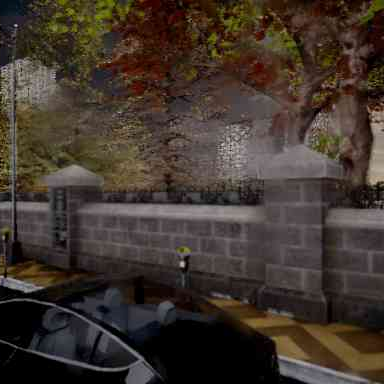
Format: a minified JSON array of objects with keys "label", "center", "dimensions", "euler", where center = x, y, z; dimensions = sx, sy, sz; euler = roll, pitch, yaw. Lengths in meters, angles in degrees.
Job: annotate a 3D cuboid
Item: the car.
[{"label":"car","center":[-1.211,1.589,3.580],"dimensions":[4.313,1.339,1.947],"euler":[-1,0,35]}]
